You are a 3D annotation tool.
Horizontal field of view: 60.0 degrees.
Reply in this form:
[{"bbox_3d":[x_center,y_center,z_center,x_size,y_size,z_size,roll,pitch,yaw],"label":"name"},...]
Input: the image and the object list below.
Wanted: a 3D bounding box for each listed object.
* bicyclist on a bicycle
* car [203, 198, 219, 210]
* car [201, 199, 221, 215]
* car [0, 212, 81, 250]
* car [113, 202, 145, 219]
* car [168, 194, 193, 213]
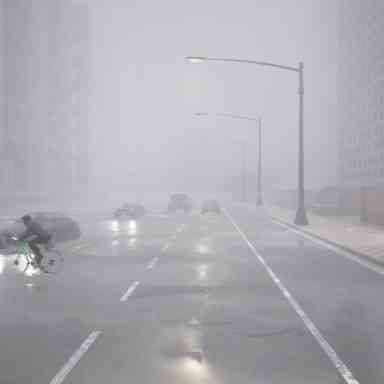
[{"bbox_3d":[-4.307,1.455,9.022,1.656,1.620,0.582,-2,0,3],"label":"bicyclist on a bicycle"},{"bbox_3d":[2.541,1.564,44.721,1.994,1.385,4.181,0,0,3],"label":"car"},{"bbox_3d":[1.959,1.491,34.379,2.128,1.511,4.902,0,0,3],"label":"car"},{"bbox_3d":[-6.373,1.564,14.178,1.994,1.385,4.181,0,0,3],"label":"car"},{"bbox_3d":[-5.496,1.601,29.518,1.895,1.301,4.718,0,0,4],"label":"car"},{"bbox_3d":[-1.388,1.221,37.692,2.150,2.045,5.566,0,0,3],"label":"car"}]
